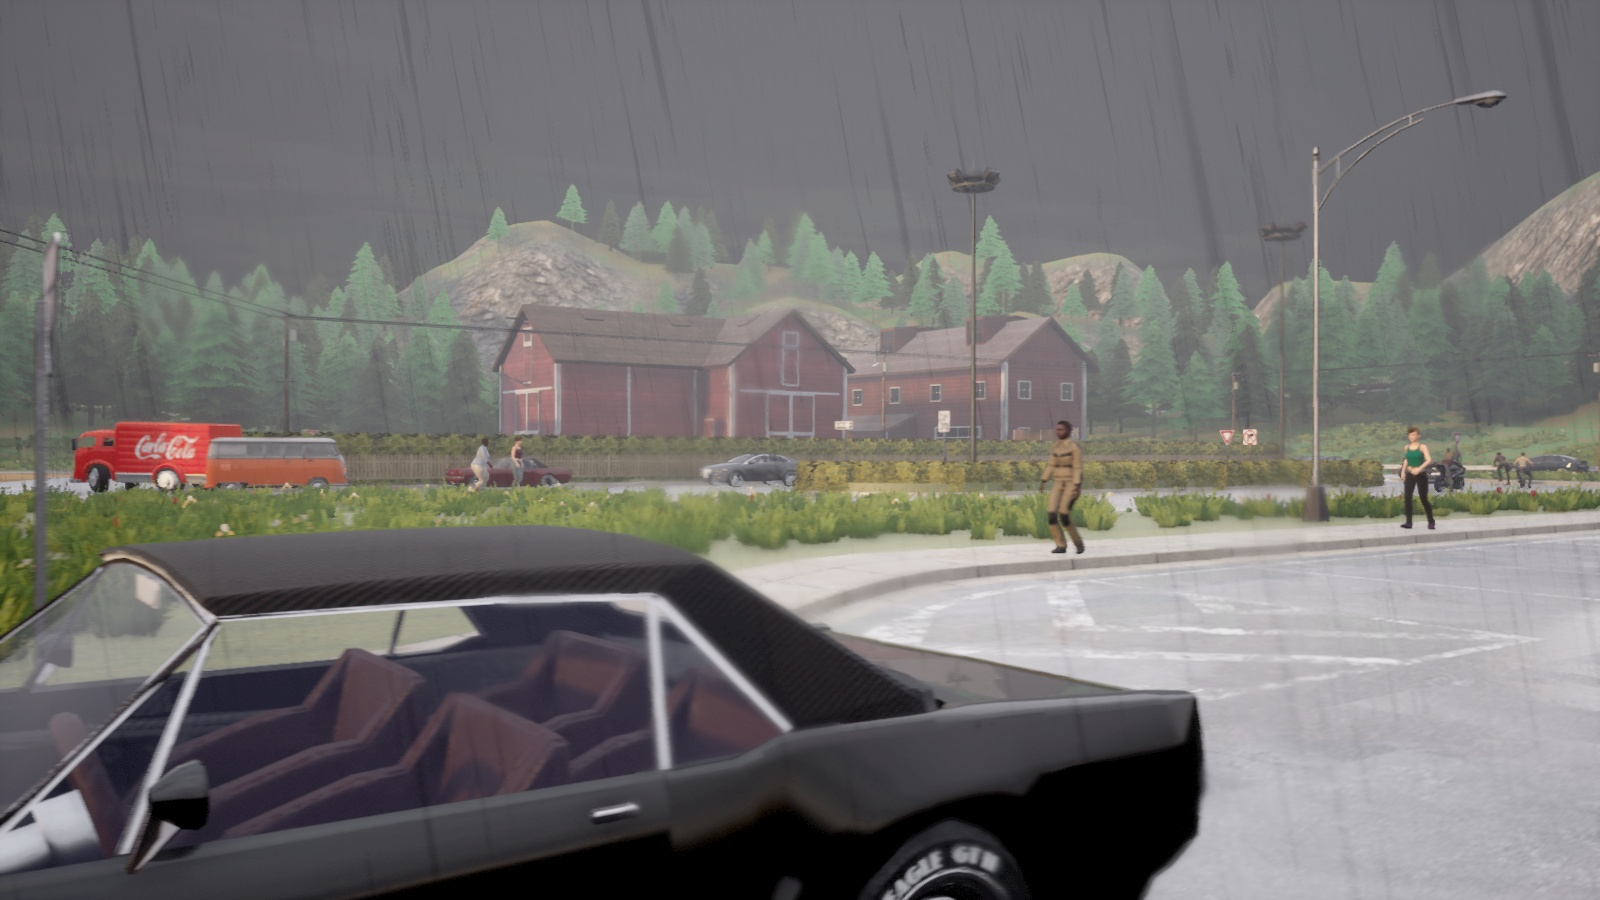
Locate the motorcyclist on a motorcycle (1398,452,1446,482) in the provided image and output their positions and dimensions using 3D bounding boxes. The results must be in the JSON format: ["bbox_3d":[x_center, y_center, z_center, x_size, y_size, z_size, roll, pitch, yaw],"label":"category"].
[{"bbox_3d":[32.643,0.878,65.935,0.866,1.530,2.191,0,0,-25],"label":"motorcyclist on a motorcycle"}]

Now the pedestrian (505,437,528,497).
[{"bbox_3d":[-8.706,0.520,38.572,0.594,1.836,0.345,0,0,18],"label":"pedestrian"}]

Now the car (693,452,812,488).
[{"bbox_3d":[-2.080,0.851,55.660,4.902,1.511,2.128,0,0,-35],"label":"car"}]

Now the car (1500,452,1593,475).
[{"bbox_3d":[48.834,0.855,82.230,1.837,1.490,4.892,0,0,-39],"label":"car"}]

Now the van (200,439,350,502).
[{"bbox_3d":[-17.162,0.642,41.096,4.442,1.987,1.775,0,0,-25],"label":"van"}]

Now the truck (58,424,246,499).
[{"bbox_3d":[-22.470,0.357,43.698,5.204,2.467,2.627,1,1,6],"label":"truck"}]

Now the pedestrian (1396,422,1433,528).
[{"bbox_3d":[10.824,0.434,22.123,0.594,1.836,0.345,0,0,-38],"label":"pedestrian"}]

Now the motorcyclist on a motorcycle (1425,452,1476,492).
[{"bbox_3d":[25.826,0.852,49.863,2.191,1.530,0.866,0,0,-35],"label":"motorcyclist on a motorcycle"}]

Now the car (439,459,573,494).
[{"bbox_3d":[-11.470,0.998,49.074,4.718,1.301,1.895,0,0,-35],"label":"car"}]

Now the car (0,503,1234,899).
[{"bbox_3d":[-1.301,0.855,2.766,4.718,1.301,1.895,0,0,-36],"label":"car"}]

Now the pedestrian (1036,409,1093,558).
[{"bbox_3d":[3.491,0.435,16.585,0.692,1.930,0.396,0,0,-41],"label":"pedestrian"}]

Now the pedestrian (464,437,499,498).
[{"bbox_3d":[-9.836,0.523,38.766,0.900,1.855,0.874,0,0,-25],"label":"pedestrian"}]
